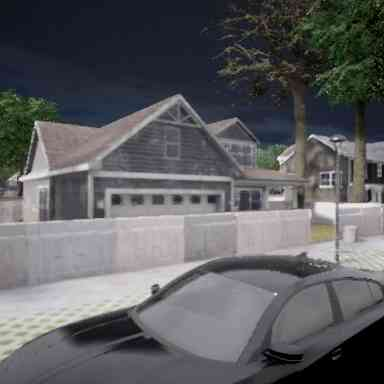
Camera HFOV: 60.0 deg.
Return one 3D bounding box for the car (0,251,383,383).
[{"bbox_3d":[0.671,1.484,3.541,5.008,1.535,1.882,0,0,-35],"label":"car"}]
